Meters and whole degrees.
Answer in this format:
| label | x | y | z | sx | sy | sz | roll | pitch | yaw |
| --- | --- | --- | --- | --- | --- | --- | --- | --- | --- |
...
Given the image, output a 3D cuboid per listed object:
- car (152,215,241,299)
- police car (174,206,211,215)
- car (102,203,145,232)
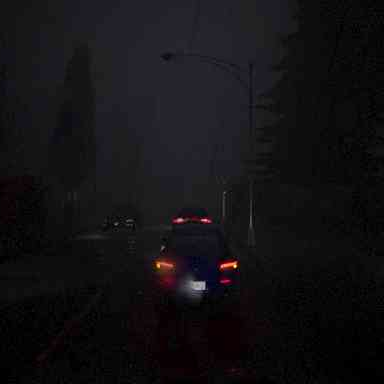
| label | x | y | z | sx | sy | sz | roll | pitch | yaw |
| --- | --- | --- | --- | --- | --- | --- | --- | --- | --- |
| car | 0.095 | 1.526 | 8.300 | 1.812 | 1.442 | 4.674 | 0 | 0 | 0 |
| police car | 0.017 | 1.504 | 17.619 | 2.038 | 1.542 | 4.974 | 0 | 0 | 0 |
| car | -4.024 | 1.469 | 20.116 | 1.837 | 1.490 | 4.892 | 0 | 0 | 0 |
